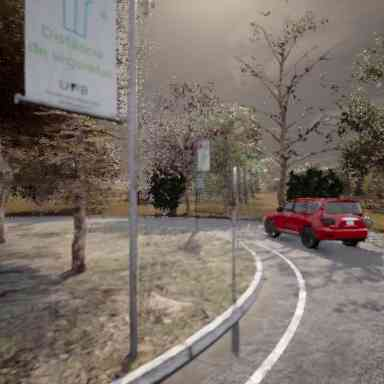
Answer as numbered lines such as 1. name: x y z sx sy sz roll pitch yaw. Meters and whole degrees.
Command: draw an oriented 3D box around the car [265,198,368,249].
1. car: 5.391 1.293 15.251 2.150 2.045 5.566 1 -1 -13
